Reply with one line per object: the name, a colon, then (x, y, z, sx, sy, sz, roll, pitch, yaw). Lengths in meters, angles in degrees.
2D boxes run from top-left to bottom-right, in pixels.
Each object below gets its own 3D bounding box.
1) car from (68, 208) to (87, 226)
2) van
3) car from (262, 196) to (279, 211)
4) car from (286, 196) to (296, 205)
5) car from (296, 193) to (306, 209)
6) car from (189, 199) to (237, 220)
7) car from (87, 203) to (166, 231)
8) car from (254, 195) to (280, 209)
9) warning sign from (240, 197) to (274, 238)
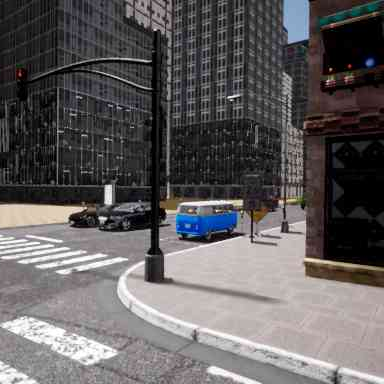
car: (-5.963, 1.466, 21.855, 1.947, 1.339, 4.313, 1, 1, 35)
van: (0.869, 1.368, 16.995, 1.690, 1.788, 3.998, 1, 1, 35)
car: (7.788, 1.429, 36.708, 1.812, 1.442, 4.674, 1, 1, 36)
car: (16.388, 1.363, 53.275, 1.752, 1.417, 4.829, 1, 1, 35)
car: (15.452, 1.158, 42.069, 2.150, 2.045, 5.566, 1, 1, 36)
car: (1.894, 1.426, 28.428, 1.837, 1.490, 4.892, 1, 1, 36)
car: (-3.626, 1.430, 20.672, 2.128, 1.511, 4.902, 1, 1, 35)
car: (10.072, 1.293, 44.395, 1.967, 1.590, 4.097, 1, 1, 35)
warning sign: (3.150, 1.177, 16.101, 1.300, 1.860, 1.060, 1, 1, 35)
